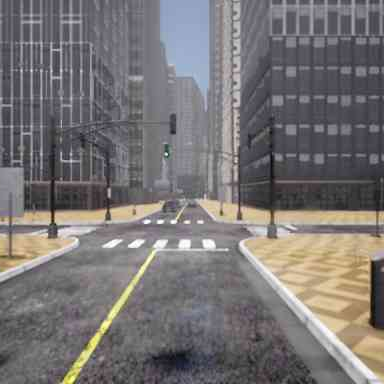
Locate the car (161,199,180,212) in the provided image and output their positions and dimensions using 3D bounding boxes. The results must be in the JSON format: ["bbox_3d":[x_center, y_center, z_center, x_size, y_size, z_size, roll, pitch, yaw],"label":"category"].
[{"bbox_3d":[-3.070,1.974,45.367,1.837,1.490,4.892,0,0,0],"label":"car"}]

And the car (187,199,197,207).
[{"bbox_3d":[0.016,2.242,65.558,2.033,1.411,5.357,0,-1,0],"label":"car"}]

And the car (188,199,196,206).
[{"bbox_3d":[0.019,2.323,75.975,1.812,1.442,4.674,0,-1,0],"label":"car"}]
